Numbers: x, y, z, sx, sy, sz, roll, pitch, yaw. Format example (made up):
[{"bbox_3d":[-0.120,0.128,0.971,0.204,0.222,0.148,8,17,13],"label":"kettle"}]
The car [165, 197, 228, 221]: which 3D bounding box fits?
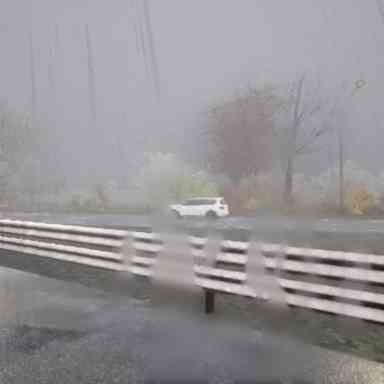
[{"bbox_3d":[0.393,1.514,29.708,5.566,2.045,2.150,0,0,14],"label":"car"}]
